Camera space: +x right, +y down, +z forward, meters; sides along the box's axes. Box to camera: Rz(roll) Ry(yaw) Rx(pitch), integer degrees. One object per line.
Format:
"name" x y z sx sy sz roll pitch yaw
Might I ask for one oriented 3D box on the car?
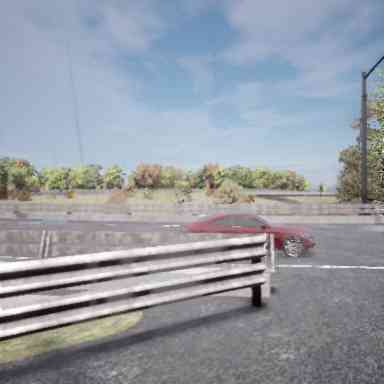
"car" 1.890 1.445 11.840 4.674 1.442 1.812 0 0 8
